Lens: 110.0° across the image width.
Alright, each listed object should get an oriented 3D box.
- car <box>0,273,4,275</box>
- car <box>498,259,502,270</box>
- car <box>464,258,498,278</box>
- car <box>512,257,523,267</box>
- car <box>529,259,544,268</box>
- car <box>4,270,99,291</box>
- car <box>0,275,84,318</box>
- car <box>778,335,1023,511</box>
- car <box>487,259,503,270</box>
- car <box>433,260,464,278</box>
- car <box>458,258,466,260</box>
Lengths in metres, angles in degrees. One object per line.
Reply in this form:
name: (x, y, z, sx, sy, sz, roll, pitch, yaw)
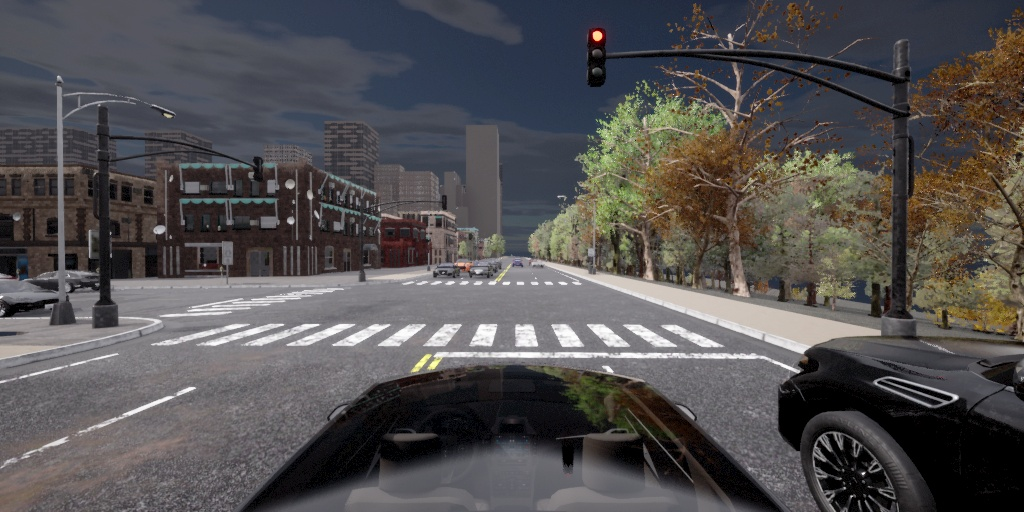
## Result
car: (-33.494, 1.654, 22.458, 4.207, 1.307, 1.802, 0, 0, 1)
car: (-2.675, 1.227, 43.270, 2.128, 1.511, 4.902, 0, 0, 1)
car: (-2.821, 1.231, 33.779, 2.128, 1.511, 4.902, 0, 0, 3)
car: (0.999, 1.252, 63.801, 1.812, 1.442, 4.674, 0, 0, 1)
car: (4.305, 1.328, 60.862, 1.895, 1.301, 4.718, 0, 0, 1)
car: (-27.959, 1.560, 22.360, 4.403, 1.370, 2.007, 0, 0, 1)
car: (-19.767, 1.565, 13.713, 4.313, 1.339, 1.948, 0, 0, 1)
car: (3.322, 0.972, 0.675, 2.150, 2.045, 5.566, 0, 0, 1)
car: (-2.505, 1.223, 53.512, 2.128, 1.511, 4.902, 0, 0, 1)
car: (-6.082, 1.304, 33.764, 1.994, 1.385, 4.181, 0, 0, 1)
car: (-5.916, 1.088, 43.760, 2.097, 1.767, 4.553, 0, 0, 1)
